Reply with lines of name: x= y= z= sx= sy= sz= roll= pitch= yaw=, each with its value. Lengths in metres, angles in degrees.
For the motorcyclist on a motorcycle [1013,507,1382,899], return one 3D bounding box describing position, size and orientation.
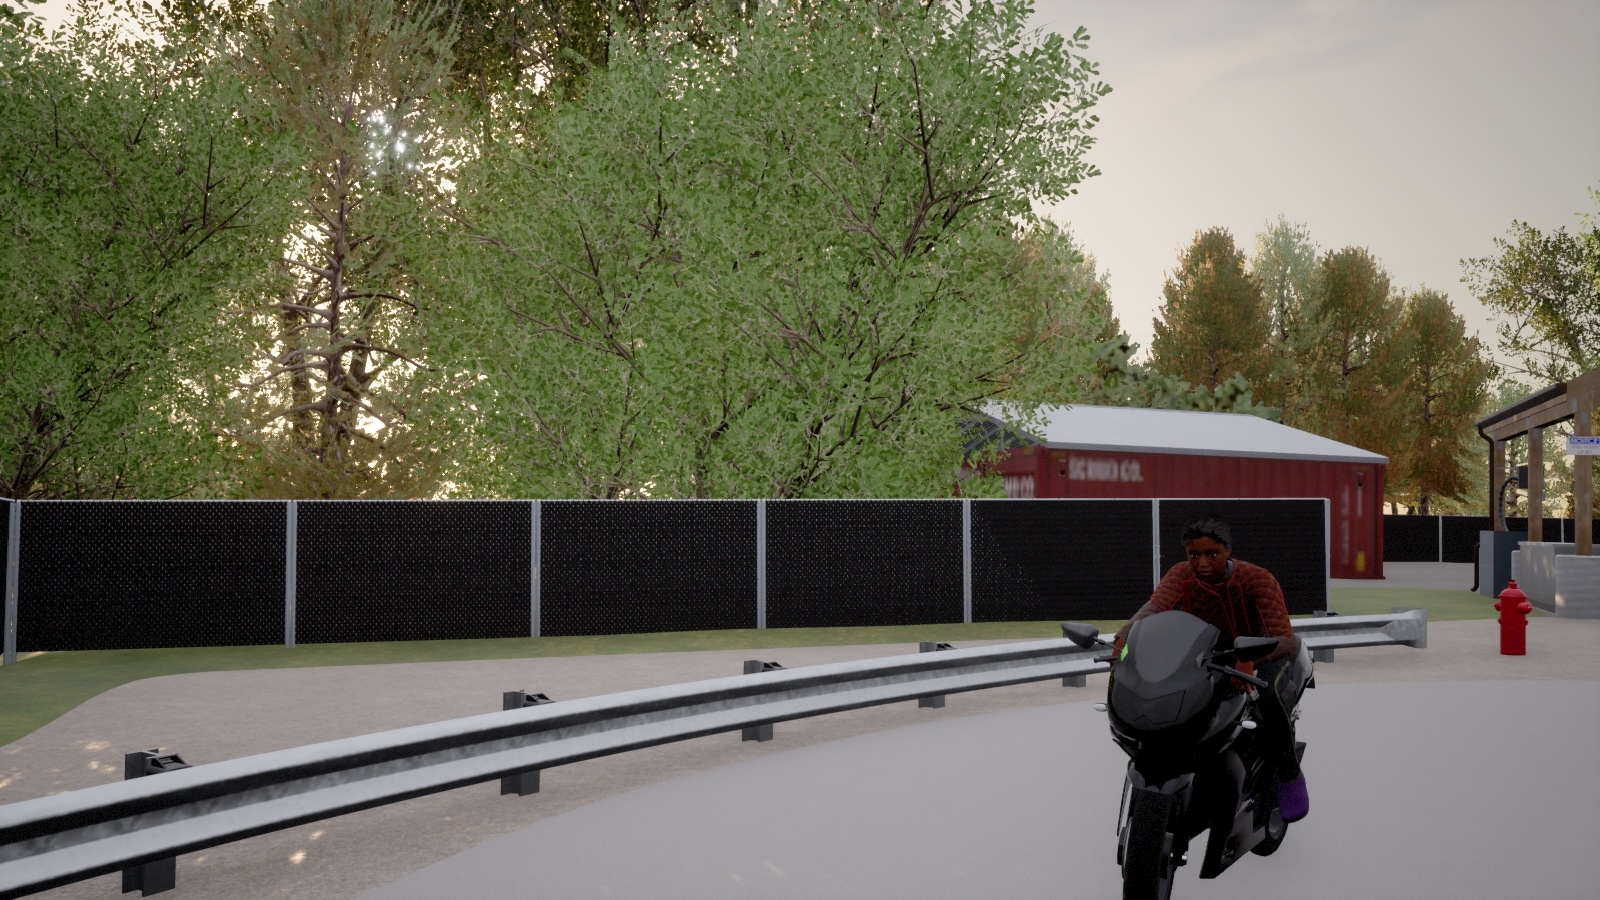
motorcyclist on a motorcycle: x=1.676 y=0.996 z=5.020 sx=0.797 sy=1.523 sz=2.044 roll=-1 pitch=-3 yaw=36
